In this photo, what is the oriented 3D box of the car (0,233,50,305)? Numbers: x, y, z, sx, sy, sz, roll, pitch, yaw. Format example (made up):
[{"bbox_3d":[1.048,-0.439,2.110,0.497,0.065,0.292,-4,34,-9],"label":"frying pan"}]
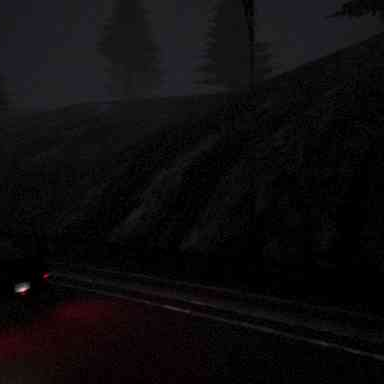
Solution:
[{"bbox_3d":[-4.969,1.487,6.890,4.674,1.442,1.812,0,0,29],"label":"car"}]
